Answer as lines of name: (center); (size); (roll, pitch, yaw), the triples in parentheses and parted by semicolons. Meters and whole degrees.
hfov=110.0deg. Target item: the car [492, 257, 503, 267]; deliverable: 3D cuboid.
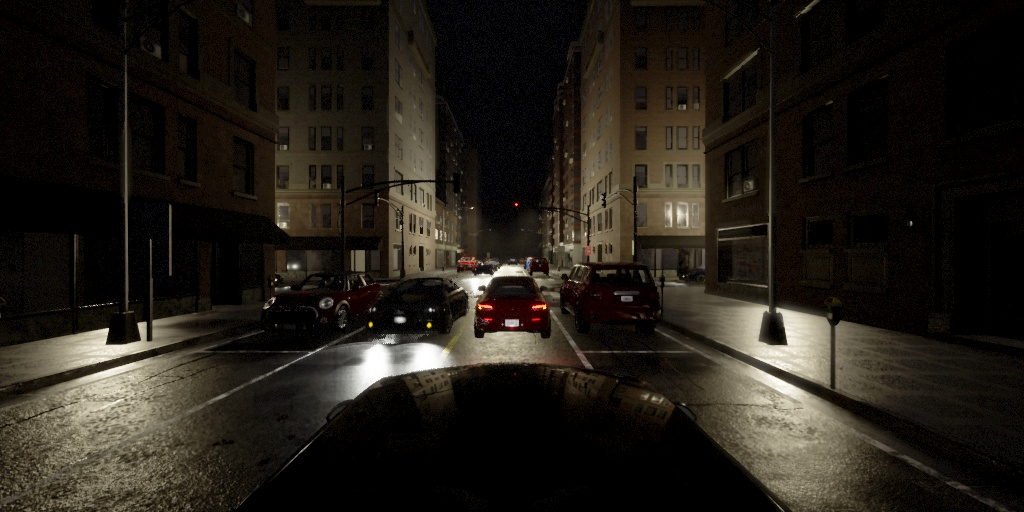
car: (-2.730, 1.294, 55.661); (2.033, 1.411, 5.357); (0, 0, 1)

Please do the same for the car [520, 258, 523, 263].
car: (2.794, 1.061, 54.217); (2.192, 1.841, 5.009); (0, 0, 0)

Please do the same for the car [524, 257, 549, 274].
car: (2.773, 1.063, 37.706); (2.192, 1.841, 5.009); (0, 0, 0)

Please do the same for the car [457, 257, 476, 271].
car: (-5.335, 1.062, 43.225); (2.192, 1.841, 5.009); (0, 0, 0)

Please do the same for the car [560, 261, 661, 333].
car: (2.654, 1.064, 10.650); (2.192, 1.841, 5.009); (0, 0, 0)

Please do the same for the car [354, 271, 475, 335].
car: (-2.516, 1.314, 10.440); (1.994, 1.385, 4.181); (0, 0, 4)

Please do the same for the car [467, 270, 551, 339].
car: (0.023, 1.276, 10.006); (1.812, 1.442, 4.674); (0, 0, 1)

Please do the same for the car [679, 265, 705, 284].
car: (14.293, 1.271, 25.723); (4.181, 1.385, 1.994); (0, 0, 0)

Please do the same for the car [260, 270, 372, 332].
car: (-5.371, 1.189, 10.666); (1.967, 1.591, 4.097); (0, 0, 0)

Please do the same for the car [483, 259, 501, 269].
car: (-2.755, 1.348, 45.848); (1.895, 1.301, 4.718); (0, 0, 0)

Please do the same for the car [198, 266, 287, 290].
car: (-17.073, 1.362, 22.907); (4.181, 1.385, 1.994); (0, 0, 0)

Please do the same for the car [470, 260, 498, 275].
car: (-2.777, 1.349, 36.624); (1.895, 1.301, 4.718); (0, 0, 0)
